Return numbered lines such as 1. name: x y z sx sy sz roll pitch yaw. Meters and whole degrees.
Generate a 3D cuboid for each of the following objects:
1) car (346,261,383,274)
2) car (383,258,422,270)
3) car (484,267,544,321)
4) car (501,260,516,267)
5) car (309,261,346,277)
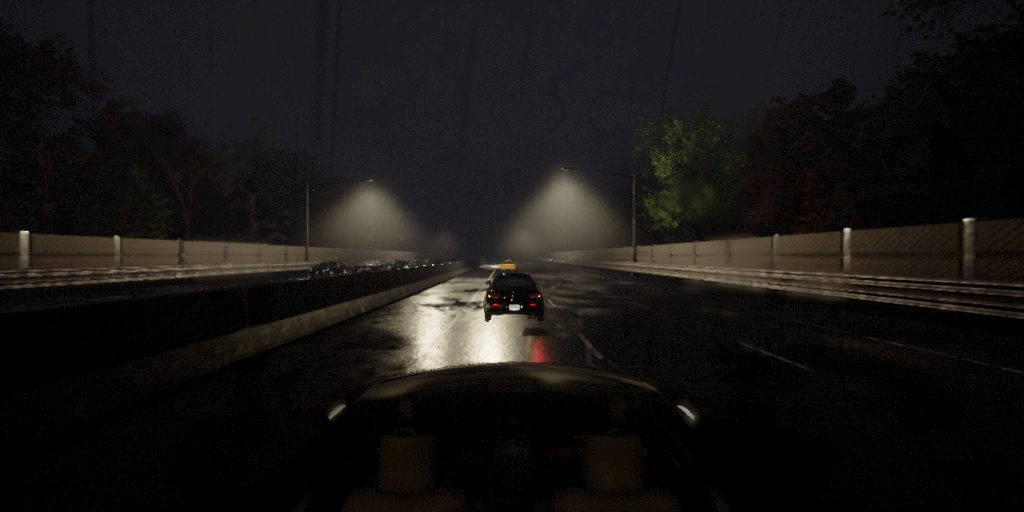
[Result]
1. car: -14.457 1.248 36.502 2.128 1.511 4.902 0 0 -1
2. car: -10.953 1.109 36.206 2.097 1.767 4.553 0 0 -1
3. car: 0.055 1.278 12.353 1.812 1.442 4.674 0 0 0
4. car: -0.442 1.216 44.537 1.801 1.575 5.366 0 0 -1
5. car: -17.938 1.261 35.302 1.837 1.490 4.892 0 0 -1
